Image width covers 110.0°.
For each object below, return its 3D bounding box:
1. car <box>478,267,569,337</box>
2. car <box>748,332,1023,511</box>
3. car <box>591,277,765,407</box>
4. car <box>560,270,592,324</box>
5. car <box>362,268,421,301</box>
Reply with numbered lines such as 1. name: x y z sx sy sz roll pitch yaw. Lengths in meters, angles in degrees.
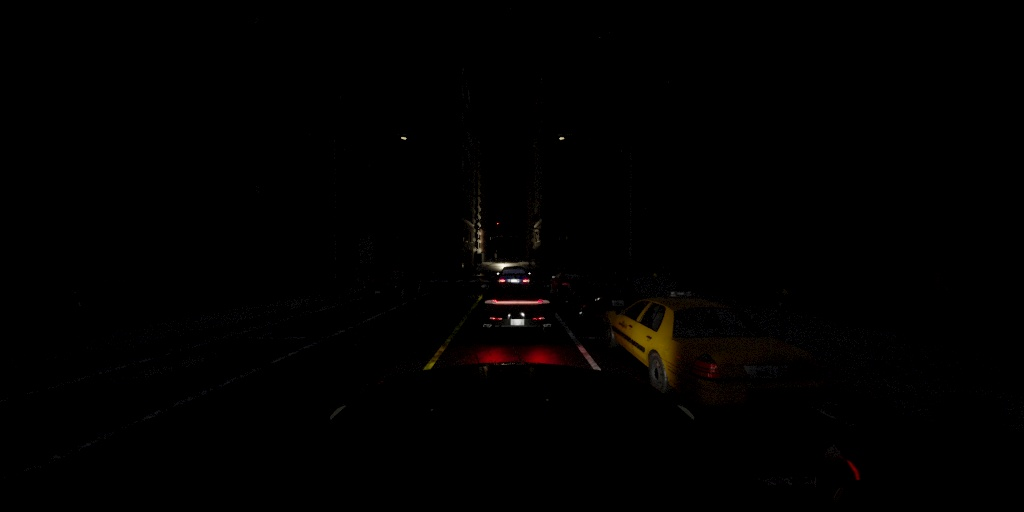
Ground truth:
1. car: 0.104 1.239 10.301 2.128 1.511 4.902 0 0 0
2. car: 2.873 1.301 0.604 2.007 1.370 4.403 0 0 0
3. car: 2.874 1.274 6.360 1.751 1.417 4.829 0 0 0
4. car: 2.876 1.312 11.776 1.948 1.339 4.313 0 0 0
5. car: -5.668 1.290 17.361 1.888 1.381 4.507 0 0 0
